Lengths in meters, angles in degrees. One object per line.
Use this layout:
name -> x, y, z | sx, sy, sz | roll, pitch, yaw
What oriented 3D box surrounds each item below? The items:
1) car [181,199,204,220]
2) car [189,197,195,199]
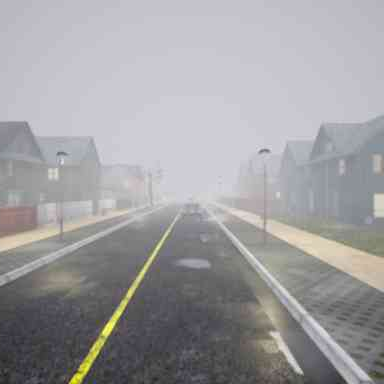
car -> 0.026, 1.608, 29.005 | 2.033, 1.411, 5.357 | 0, 0, 1
car -> 0.019, 1.662, 58.572 | 1.801, 1.575, 5.366 | 0, 0, 0
